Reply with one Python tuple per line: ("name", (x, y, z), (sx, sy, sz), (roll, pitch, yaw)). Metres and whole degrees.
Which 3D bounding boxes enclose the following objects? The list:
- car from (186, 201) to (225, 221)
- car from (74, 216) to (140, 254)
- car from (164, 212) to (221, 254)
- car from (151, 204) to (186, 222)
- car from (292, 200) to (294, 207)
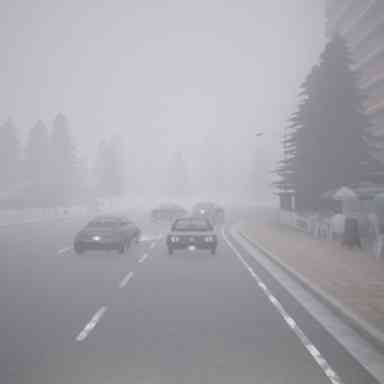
("car", (1.384, 1.612, 27.515), (2.097, 1.767, 4.553), (0, -1, 16))
("car", (-3.484, 1.701, 14.278), (1.994, 1.385, 4.181), (0, 0, 1))
("car", (0.008, 1.736, 14.114), (1.895, 1.301, 4.718), (0, -1, 0))
("car", (-1.853, 1.752, 28.833), (1.882, 1.535, 5.008), (0, 0, 17))
("car", (20.974, 1.787, 61.293), (5.566, 2.045, 2.150), (0, -1, -18))
